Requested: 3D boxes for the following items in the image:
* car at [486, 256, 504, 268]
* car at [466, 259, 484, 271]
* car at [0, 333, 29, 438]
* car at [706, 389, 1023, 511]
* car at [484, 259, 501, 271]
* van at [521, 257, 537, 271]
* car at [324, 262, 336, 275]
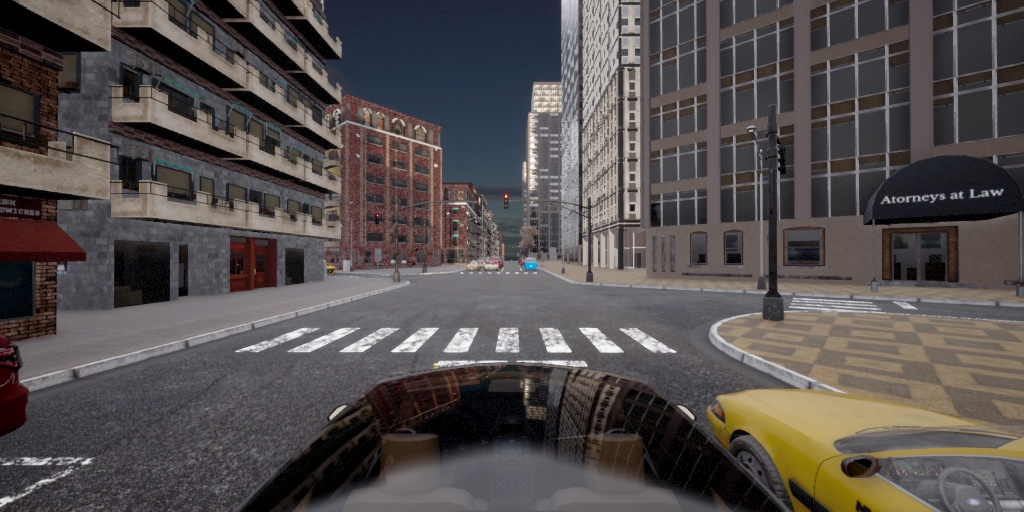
[{"bbox_3d":[-2.848,1.038,59.686,2.150,2.045,5.566,0,0,0],"label":"car"},{"bbox_3d":[-5.329,1.321,49.895,1.751,1.417,4.829,0,0,0],"label":"car"},{"bbox_3d":[-5.314,1.065,1.065,2.192,1.841,5.009,0,0,0],"label":"car"},{"bbox_3d":[2.566,1.275,1.244,1.751,1.417,4.829,0,0,0],"label":"car"},{"bbox_3d":[-2.862,1.397,50.179,1.895,1.301,4.718,0,0,-2],"label":"car"},{"bbox_3d":[2.552,1.136,50.067,1.690,1.789,3.998,0,0,0],"label":"van"},{"bbox_3d":[-22.250,1.427,41.658,5.008,1.535,1.882,-1,-1,41],"label":"car"}]
